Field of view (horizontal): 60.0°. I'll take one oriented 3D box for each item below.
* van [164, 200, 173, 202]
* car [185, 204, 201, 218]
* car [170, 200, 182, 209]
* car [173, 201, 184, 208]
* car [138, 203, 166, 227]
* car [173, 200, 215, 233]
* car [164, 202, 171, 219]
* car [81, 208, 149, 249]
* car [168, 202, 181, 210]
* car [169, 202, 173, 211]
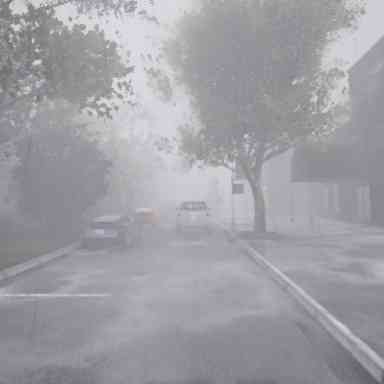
[{"bbox_3d":[-3.642,2.318,54.828,1.878,1.987,4.442,1,-1,2],"label":"van"},{"bbox_3d":[0.089,2.289,41.267,1.837,1.490,4.892,0,-1,0],"label":"car"},{"bbox_3d":[-3.422,2.720,71.786,2.185,1.767,4.553,-1,-1,2],"label":"car"},{"bbox_3d":[-3.182,2.941,77.485,2.097,1.535,5.008,0,-1,2],"label":"car"},{"bbox_3d":[-3.644,1.933,26.858,2.097,1.535,5.008,1,-2,2],"label":"car"},{"bbox_3d":[0.094,1.567,22.073,2.150,2.045,5.566,0,-1,0],"label":"car"},{"bbox_3d":[-3.653,2.060,32.418,2.097,1.535,5.008,0,-1,2],"label":"car"},{"bbox_3d":[-3.639,1.709,15.751,2.163,1.488,4.792,1,-1,2],"label":"car"},{"bbox_3d":[-3.422,2.753,66.075,2.231,1.521,4.892,0,-1,2],"label":"car"},{"bbox_3d":[-3.657,2.218,38.023,2.163,1.488,4.792,0,-1,2],"label":"car"}]
